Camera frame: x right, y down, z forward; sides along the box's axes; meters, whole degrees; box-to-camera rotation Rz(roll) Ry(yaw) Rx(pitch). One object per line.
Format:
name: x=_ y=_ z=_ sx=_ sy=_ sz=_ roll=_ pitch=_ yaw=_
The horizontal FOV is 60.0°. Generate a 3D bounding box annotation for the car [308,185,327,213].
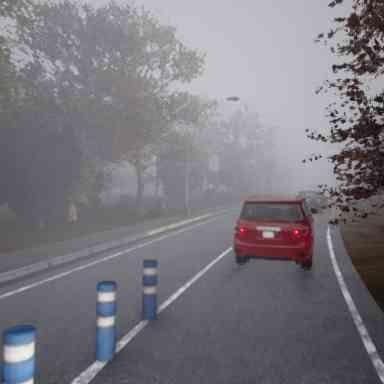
car: x=9.221 y=0.601 z=25.902 sx=2.097 sy=1.767 sz=4.553 roll=0 pitch=2 yaw=27

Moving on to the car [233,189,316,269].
car: x=2.903 y=1.108 z=11.130 sx=2.150 sy=2.045 sz=5.566 roll=0 pitch=2 yaw=20
